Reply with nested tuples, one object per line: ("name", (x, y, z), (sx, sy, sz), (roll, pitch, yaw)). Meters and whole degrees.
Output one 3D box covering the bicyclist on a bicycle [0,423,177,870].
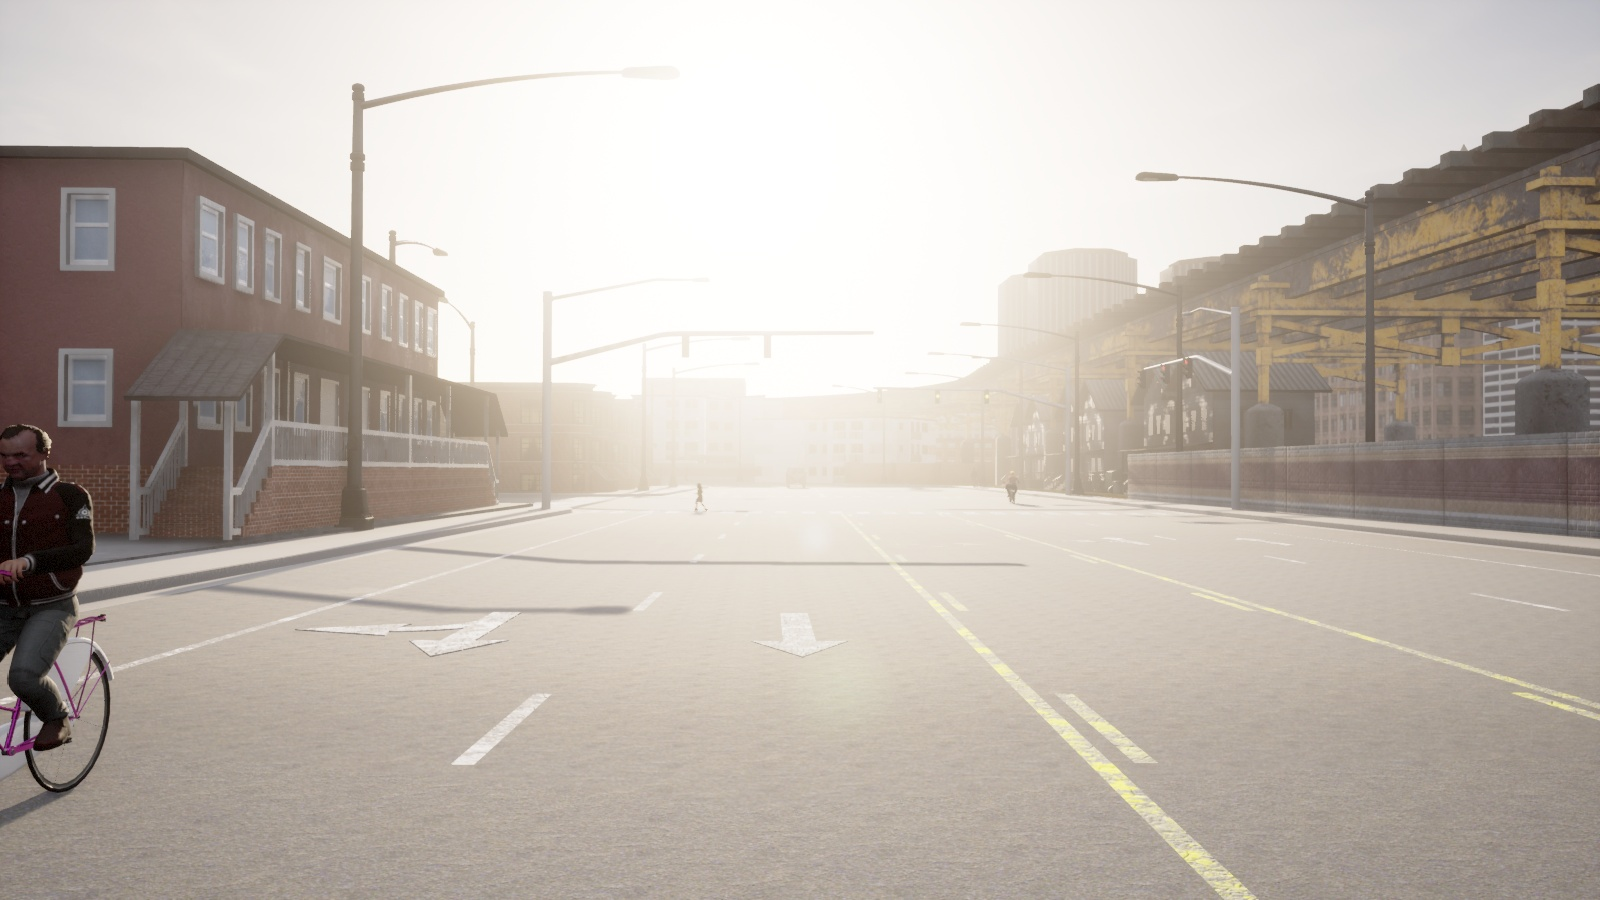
("bicyclist on a bicycle", (-3.513, 0.791, 5.486), (0.659, 1.776, 1.843), (0, -1, 0))
